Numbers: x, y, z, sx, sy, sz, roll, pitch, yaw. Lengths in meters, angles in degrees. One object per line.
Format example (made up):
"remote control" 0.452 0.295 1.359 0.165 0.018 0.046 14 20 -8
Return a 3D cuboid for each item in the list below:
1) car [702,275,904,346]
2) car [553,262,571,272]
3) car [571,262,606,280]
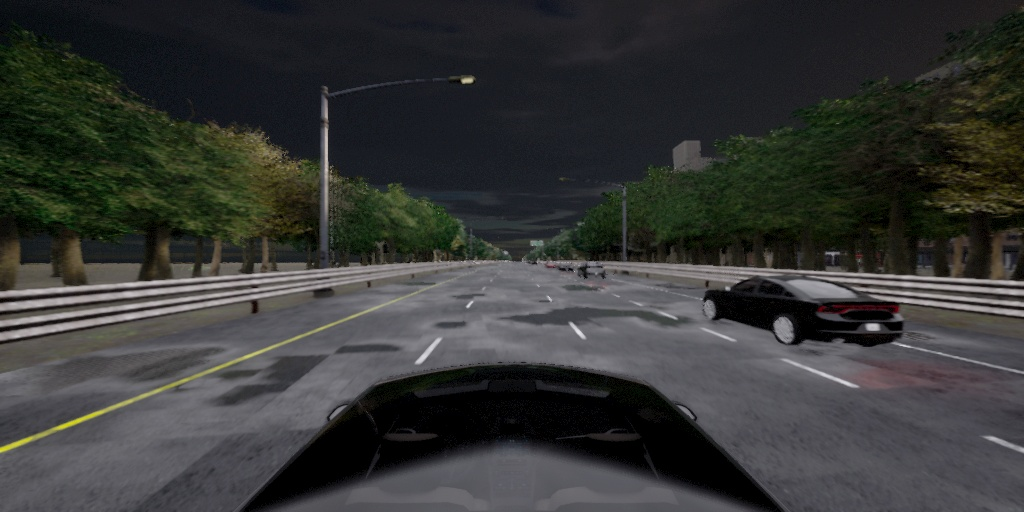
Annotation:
"car" 7.007 1.232 9.442 1.882 1.535 5.008 0 0 0
"car" 7.100 1.497 48.568 1.895 1.301 4.718 0 -1 0
"car" 7.039 1.283 32.279 2.128 1.511 4.902 0 0 0
